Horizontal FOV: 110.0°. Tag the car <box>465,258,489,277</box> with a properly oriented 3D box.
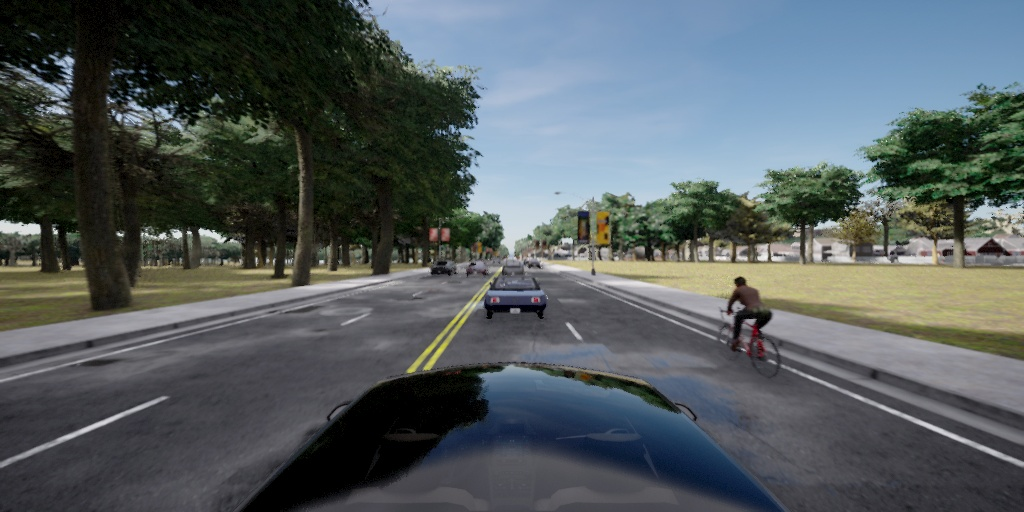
[{"bbox_3d":[-3.349,1.197,35.029,1.812,1.442,4.674,0,0,0],"label":"car"}]

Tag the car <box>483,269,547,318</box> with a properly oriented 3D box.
[{"bbox_3d":[0.101,1.321,12.799,1.895,1.301,4.718,0,0,0],"label":"car"}]

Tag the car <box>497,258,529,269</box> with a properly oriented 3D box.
[{"bbox_3d":[0.097,1.170,30.708,2.128,1.511,4.902,0,0,0],"label":"car"}]

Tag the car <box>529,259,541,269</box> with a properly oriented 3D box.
[{"bbox_3d":[3.343,1.186,55.228,1.812,1.442,4.674,0,0,0],"label":"car"}]

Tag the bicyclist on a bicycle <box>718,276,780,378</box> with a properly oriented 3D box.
[{"bbox_3d":[4.143,1.191,6.363,0.582,1.620,1.656,0,0,0],"label":"bicyclist on a bicycle"}]

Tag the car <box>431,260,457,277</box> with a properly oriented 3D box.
[{"bbox_3d":[-6.597,1.148,35.058,1.882,1.535,5.008,0,0,0],"label":"car"}]
